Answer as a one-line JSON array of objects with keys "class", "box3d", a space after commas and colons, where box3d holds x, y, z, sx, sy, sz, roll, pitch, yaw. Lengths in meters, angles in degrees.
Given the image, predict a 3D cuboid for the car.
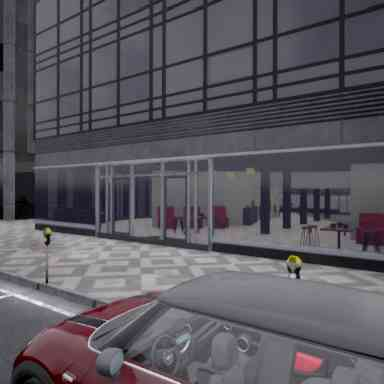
[{"class": "car", "box3d": [0.243, 1.440, 2.789, 4.097, 1.590, 1.967, 0, 0, 36]}]
